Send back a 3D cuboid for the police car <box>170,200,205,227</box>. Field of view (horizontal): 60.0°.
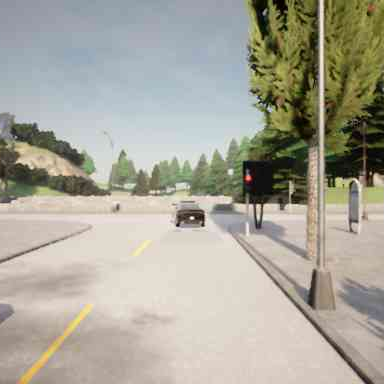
[{"bbox_3d":[-0.408,1.405,23.142,1.930,1.638,5.238,1,0,-9],"label":"police car"}]
